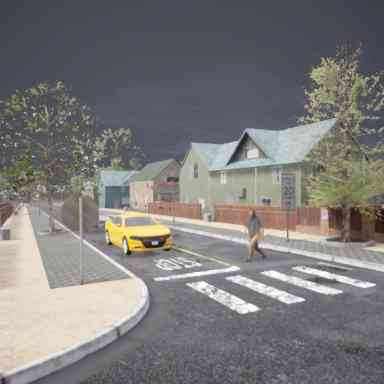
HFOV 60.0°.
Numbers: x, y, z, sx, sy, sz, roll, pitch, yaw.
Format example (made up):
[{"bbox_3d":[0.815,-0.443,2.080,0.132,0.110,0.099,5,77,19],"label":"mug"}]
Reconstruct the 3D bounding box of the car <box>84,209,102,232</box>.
[{"bbox_3d":[-6.998,1.940,23.706,1.812,1.442,4.674,-1,-1,-27],"label":"car"}]

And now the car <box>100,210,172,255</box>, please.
[{"bbox_3d":[-2.534,1.719,14.882,1.882,1.535,5.008,-1,-1,-27],"label":"car"}]

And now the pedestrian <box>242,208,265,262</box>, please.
[{"bbox_3d":[2.047,1.405,11.077,0.375,1.860,0.375,-2,1,-27],"label":"pedestrian"}]
